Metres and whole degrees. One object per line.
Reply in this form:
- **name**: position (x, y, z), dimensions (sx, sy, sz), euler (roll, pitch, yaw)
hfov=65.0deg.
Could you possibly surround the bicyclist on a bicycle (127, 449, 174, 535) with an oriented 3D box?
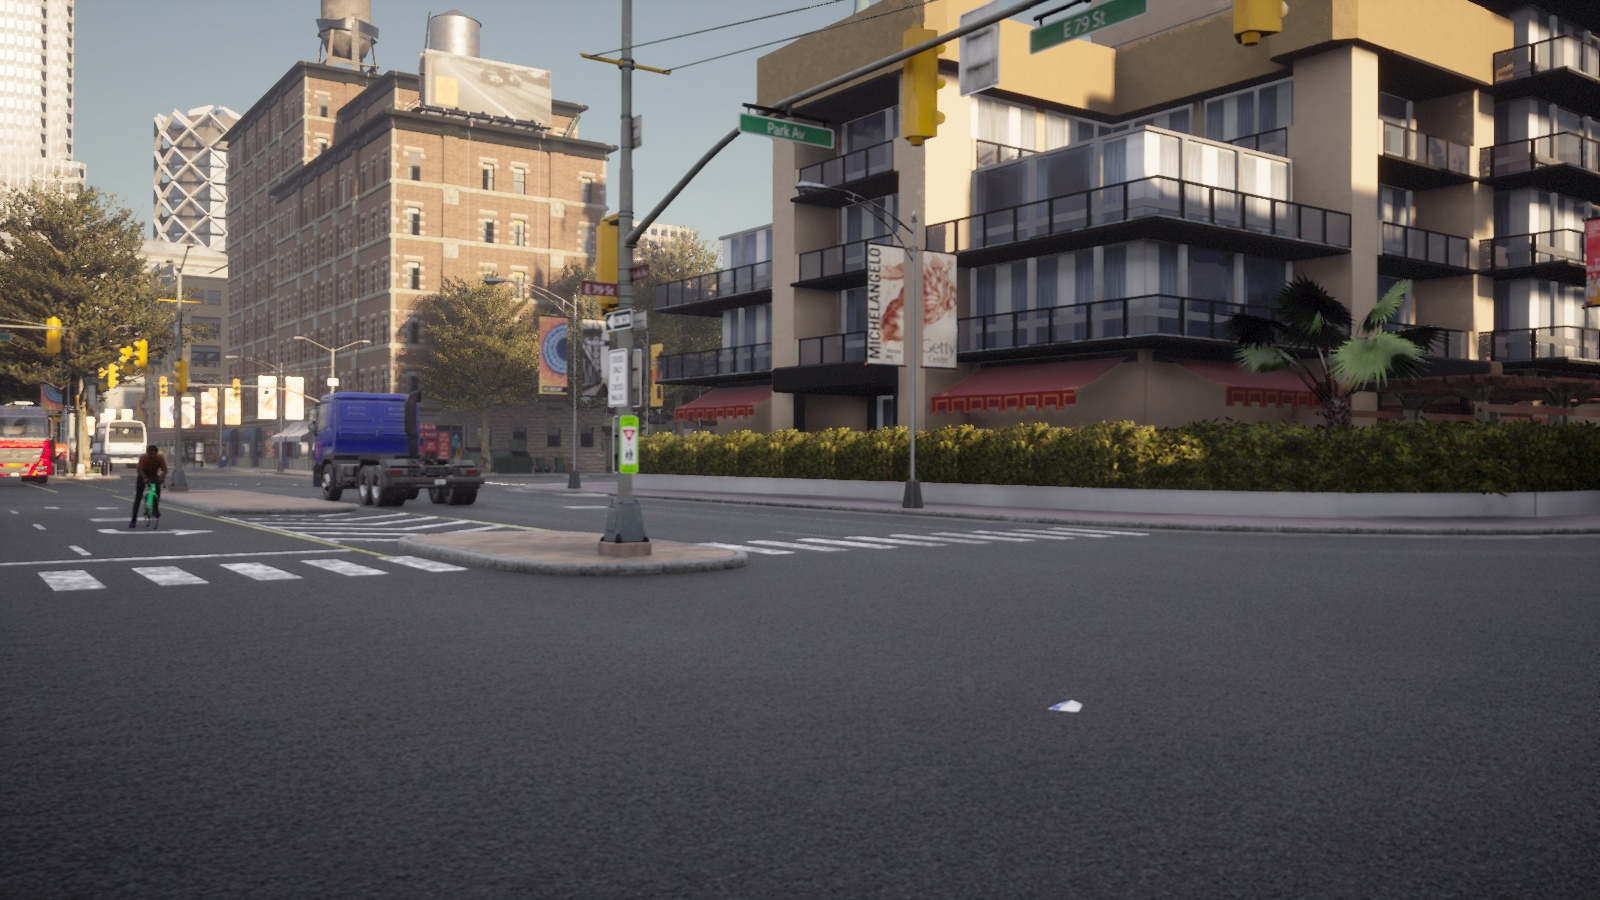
- **bicyclist on a bicycle**: position (-12.687, 0.791, 24.520), dimensions (0.582, 1.620, 1.656), euler (0, 0, -35)

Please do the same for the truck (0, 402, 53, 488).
- **truck**: position (-37.443, -0.188, 59.433), dimensions (2.891, 3.827, 8.468), euler (0, 0, -35)

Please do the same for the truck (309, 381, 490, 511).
- **truck**: position (-12.152, -0.097, 37.599), dimensions (2.891, 3.462, 7.936), euler (0, 0, -35)
